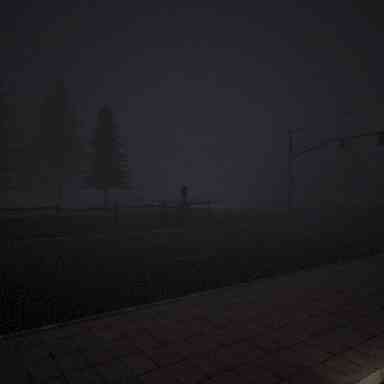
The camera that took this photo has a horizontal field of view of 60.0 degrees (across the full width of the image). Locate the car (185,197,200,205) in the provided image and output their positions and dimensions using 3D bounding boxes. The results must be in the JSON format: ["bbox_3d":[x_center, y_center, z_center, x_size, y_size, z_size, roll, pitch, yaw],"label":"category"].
[{"bbox_3d":[-1.103,1.619,59.761,1.812,1.442,4.674,0,0,-34],"label":"car"}]

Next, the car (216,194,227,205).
[{"bbox_3d":[4.400,1.334,64.180,2.150,2.045,5.566,0,0,-34],"label":"car"}]

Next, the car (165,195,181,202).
[{"bbox_3d":[-4.435,1.495,76.936,1.994,1.385,4.181,0,0,-35],"label":"car"}]

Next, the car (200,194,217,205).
[{"bbox_3d":[1.803,1.651,61.755,2.033,1.411,5.357,0,0,-34],"label":"car"}]

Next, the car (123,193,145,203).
[{"bbox_3d":[-12.826,1.243,70.612,2.150,2.045,5.566,0,0,-35],"label":"car"}]

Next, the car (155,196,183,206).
[{"bbox_3d":[-4.039,1.685,57.839,1.895,1.301,4.718,0,0,-34],"label":"car"}]

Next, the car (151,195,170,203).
[{"bbox_3d":[-7.091,1.564,74.624,2.128,1.511,4.902,0,0,-35],"label":"car"}]

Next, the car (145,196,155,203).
[{"bbox_3d":[-9.943,1.627,72.595,1.895,1.301,4.718,0,0,-35],"label":"car"}]
